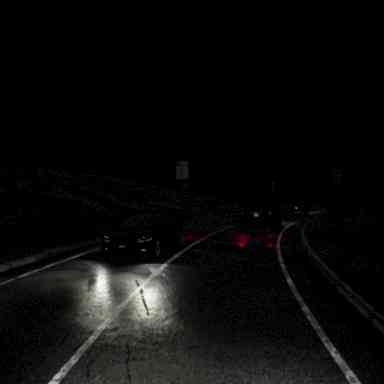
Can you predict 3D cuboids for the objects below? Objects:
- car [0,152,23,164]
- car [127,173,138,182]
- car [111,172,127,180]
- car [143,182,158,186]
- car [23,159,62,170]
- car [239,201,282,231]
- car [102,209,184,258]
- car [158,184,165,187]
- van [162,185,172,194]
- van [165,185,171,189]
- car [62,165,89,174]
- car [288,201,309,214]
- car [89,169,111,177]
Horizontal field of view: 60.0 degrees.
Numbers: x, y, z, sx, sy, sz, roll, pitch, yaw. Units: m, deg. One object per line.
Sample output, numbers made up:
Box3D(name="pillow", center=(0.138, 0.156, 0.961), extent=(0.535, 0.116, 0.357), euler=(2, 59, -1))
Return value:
Box3D(name="car", center=(-19.723, -3.349, 32.965), extent=(2.185, 1.767, 4.553), euler=(-1, -3, 20))
Box3D(name="car", center=(-11.704, -2.296, 59.672), extent=(2.435, 2.045, 5.566), euler=(-1, -3, 14))
Box3D(name="car", center=(-13.097, -2.440, 54.238), extent=(2.185, 1.767, 4.553), euler=(-1, -3, 15))
Box3D(name="car", center=(-9.333, -1.401, 70.428), extent=(2.002, 1.452, 4.674), euler=(-1, -3, 12))
Box3D(name="car", center=(-17.854, -2.969, 38.369), extent=(2.163, 1.488, 4.792), euler=(-1, -3, 19))
Box3D(name="car", center=(4.337, 1.329, 20.611), extent=(2.097, 1.767, 4.553), euler=(-1, -1, 21))
Box3D(name="car", center=(-1.686, 1.477, 13.033), extent=(1.882, 1.535, 5.008), euler=(-1, 0, 13))
Box3D(name="car", center=(-8.299, -1.062, 75.863), extent=(2.002, 1.452, 4.674), euler=(-1, -4, 10))
Box3D(name="van", center=(-6.509, -0.572, 86.920), extent=(1.878, 1.987, 4.442), euler=(-1, -4, 9))
Box3D(name="van", center=(-7.323, -0.957, 81.455), extent=(1.878, 1.987, 4.442), euler=(-1, -4, 10))
Box3D(name="car", center=(-16.154, -2.741, 43.615), extent=(2.002, 1.452, 4.674), euler=(-1, -3, 18))
Box3D(name="car", center=(12.491, 1.788, 38.868), extent=(1.994, 1.385, 4.181), euler=(-1, -2, 25))
Box3D(name="car", center=(-14.595, -2.562, 48.805), extent=(2.231, 1.521, 4.892), euler=(-1, -3, 17))
